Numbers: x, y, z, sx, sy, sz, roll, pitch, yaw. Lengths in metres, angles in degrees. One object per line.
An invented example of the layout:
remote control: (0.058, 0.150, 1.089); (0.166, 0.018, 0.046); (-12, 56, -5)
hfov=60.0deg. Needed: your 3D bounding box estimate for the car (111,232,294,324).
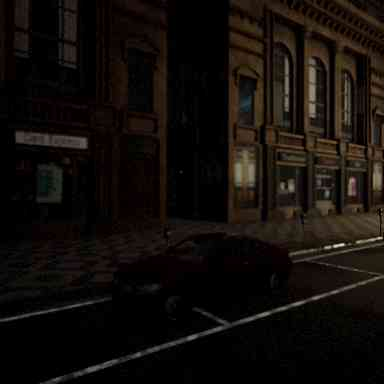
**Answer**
car: (0.410, 1.556, 7.047); (4.206, 1.307, 1.802); (0, 1, -35)
